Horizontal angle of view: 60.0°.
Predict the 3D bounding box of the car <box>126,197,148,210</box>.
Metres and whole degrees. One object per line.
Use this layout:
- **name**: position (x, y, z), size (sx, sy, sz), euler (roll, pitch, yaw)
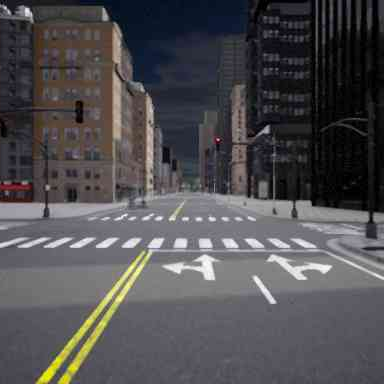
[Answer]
- **car**: position (-6.485, 1.386, 39.790), size (1.812, 1.442, 4.674), euler (0, 1, 0)
